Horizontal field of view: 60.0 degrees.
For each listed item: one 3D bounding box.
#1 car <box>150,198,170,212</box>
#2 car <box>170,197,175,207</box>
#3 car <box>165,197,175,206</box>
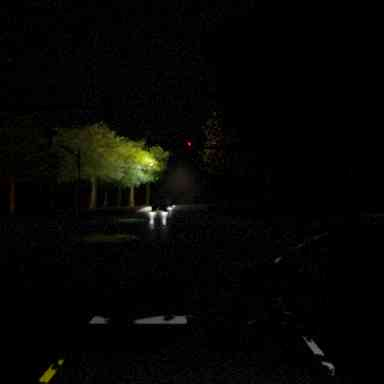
[{"bbox_3d":[-4.144,1.711,42.392,1.837,1.490,4.892,0,0,-1],"label":"car"},{"bbox_3d":[-4.450,1.952,58.481,1.812,1.442,4.674,0,-1,-1],"label":"car"},{"bbox_3d":[-4.714,2.036,71.917,2.097,1.767,4.553,0,-1,-1],"label":"car"}]
